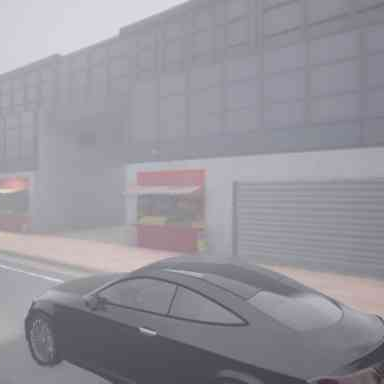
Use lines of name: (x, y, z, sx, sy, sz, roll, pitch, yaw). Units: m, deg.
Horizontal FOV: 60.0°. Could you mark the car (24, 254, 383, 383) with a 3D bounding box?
car: (-0.151, 1.532, 4.104, 4.674, 1.442, 1.812, 0, 0, 35)
